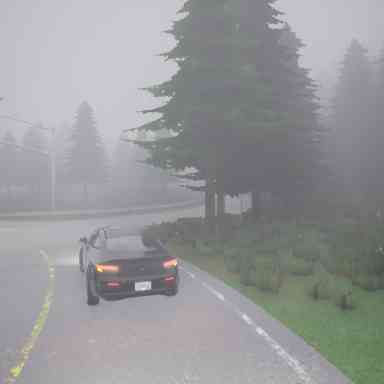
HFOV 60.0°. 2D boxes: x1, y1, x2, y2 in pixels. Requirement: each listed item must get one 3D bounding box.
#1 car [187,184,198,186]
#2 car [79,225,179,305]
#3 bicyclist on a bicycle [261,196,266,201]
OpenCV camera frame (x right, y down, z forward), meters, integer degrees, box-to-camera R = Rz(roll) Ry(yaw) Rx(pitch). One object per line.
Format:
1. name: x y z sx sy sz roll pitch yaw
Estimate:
1. car: 0.063 -2.121 70.125 2.150 2.045 5.566 0 5 -1
2. car: -1.691 1.526 8.139 1.812 1.442 4.674 0 0 -21
3. bicyclist on a bicycle: 6.284 0.894 30.423 1.656 1.620 0.582 -13 -4 35
